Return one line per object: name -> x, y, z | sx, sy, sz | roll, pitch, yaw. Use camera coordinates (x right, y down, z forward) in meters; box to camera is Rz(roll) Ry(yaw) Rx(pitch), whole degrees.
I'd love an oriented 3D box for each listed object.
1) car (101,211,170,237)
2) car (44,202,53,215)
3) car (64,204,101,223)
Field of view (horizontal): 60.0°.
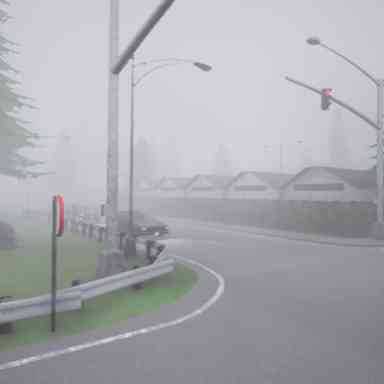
car -> -3.385, 1.849, 19.951 | 2.033, 1.411, 5.357 | 1, -1, -35
car -> -14.842, 1.830, 36.607 | 1.812, 1.442, 4.674 | 1, 0, -33
car -> -9.239, 1.808, 28.337 | 1.837, 1.490, 4.892 | 1, -1, -35
